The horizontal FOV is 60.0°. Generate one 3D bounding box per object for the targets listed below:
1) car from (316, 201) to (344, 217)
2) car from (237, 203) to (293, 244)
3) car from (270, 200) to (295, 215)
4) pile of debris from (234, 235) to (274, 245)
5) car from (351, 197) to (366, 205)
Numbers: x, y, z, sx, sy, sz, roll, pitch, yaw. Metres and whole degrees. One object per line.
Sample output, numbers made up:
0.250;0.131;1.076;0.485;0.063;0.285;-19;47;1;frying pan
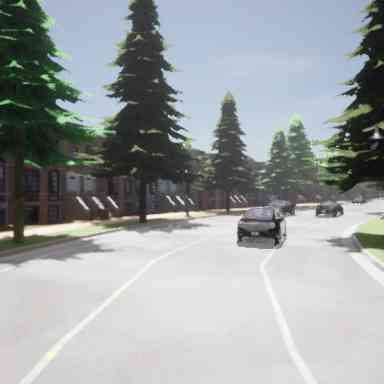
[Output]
13.522;1.625;32.652;1.812;1.442;4.674;0;0;36;car
3.454;1.514;16.002;2.128;1.511;4.902;0;0;20;car
8.359;1.550;31.908;2.128;1.511;4.902;0;0;36;car
2.908;2.195;15.403;1.500;0.140;1.860;0;0;20;pile of debris
32.527;1.715;64.719;2.033;1.411;5.357;0;0;36;car
